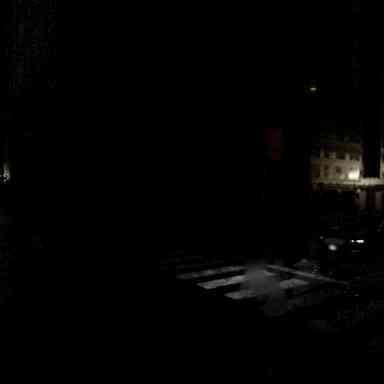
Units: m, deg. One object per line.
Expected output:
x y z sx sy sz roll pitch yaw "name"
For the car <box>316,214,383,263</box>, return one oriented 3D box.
6.620 1.583 12.408 4.902 1.511 2.128 1 0 -36 "car"
